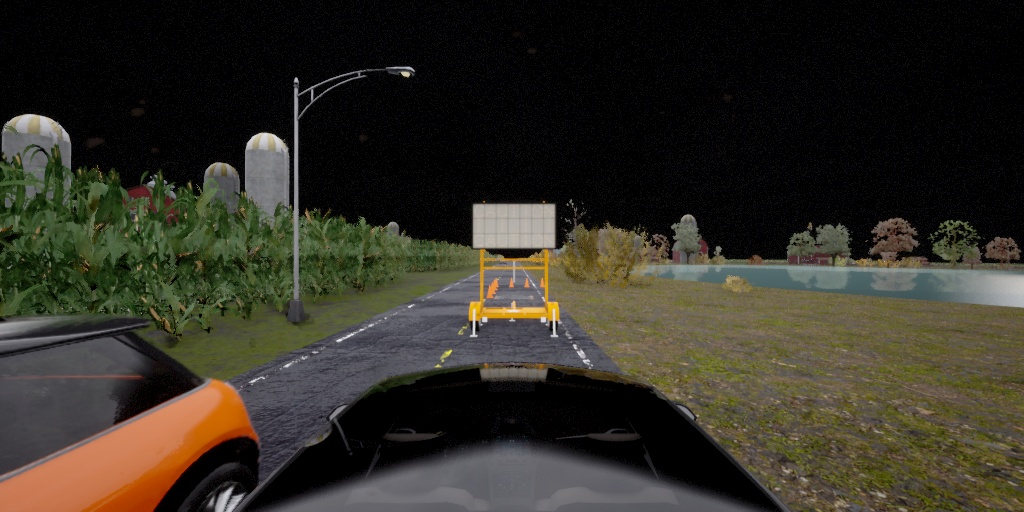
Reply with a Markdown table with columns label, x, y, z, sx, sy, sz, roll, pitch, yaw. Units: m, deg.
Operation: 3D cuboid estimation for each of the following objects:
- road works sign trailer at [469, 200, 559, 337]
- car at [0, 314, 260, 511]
| label | x | y | z | sx | sy | sz | roll | pitch | yaw |
| --- | --- | --- | --- | --- | --- | --- | --- | --- | --- |
| road works sign trailer | 0.061 | 0.217 | 10.274 | 2.380 | 3.560 | 2.880 | 0 | 0 | 0 |
| car | -2.751 | 1.102 | 0.477 | 2.097 | 1.767 | 4.553 | 0 | 0 | 0 |
